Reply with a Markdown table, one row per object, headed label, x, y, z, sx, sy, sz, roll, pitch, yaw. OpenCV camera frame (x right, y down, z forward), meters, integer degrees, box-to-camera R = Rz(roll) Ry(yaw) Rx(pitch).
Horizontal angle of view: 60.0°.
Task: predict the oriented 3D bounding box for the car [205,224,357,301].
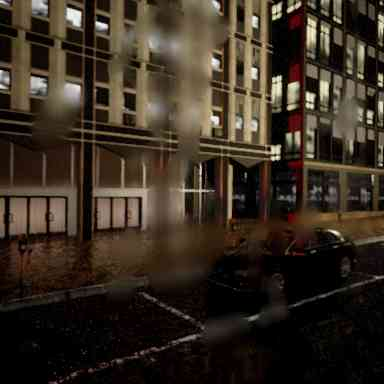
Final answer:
| label | x | y | z | sx | sy | sz | roll | pitch | yaw |
| --- | --- | --- | --- | --- | --- | --- | --- | --- | --- |
| car | 2.334 | 1.511 | 8.203 | 4.403 | 1.369 | 2.008 | 0 | 1 | -35 |

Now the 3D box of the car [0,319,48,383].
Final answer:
| label | x | y | z | sx | sy | sz | roll | pitch | yaw |
| --- | --- | --- | --- | --- | --- | --- | --- | --- | --- |
| car | -3.148 | 1.490 | 1.135 | 5.008 | 1.535 | 1.882 | 0 | 0 | -35 |
